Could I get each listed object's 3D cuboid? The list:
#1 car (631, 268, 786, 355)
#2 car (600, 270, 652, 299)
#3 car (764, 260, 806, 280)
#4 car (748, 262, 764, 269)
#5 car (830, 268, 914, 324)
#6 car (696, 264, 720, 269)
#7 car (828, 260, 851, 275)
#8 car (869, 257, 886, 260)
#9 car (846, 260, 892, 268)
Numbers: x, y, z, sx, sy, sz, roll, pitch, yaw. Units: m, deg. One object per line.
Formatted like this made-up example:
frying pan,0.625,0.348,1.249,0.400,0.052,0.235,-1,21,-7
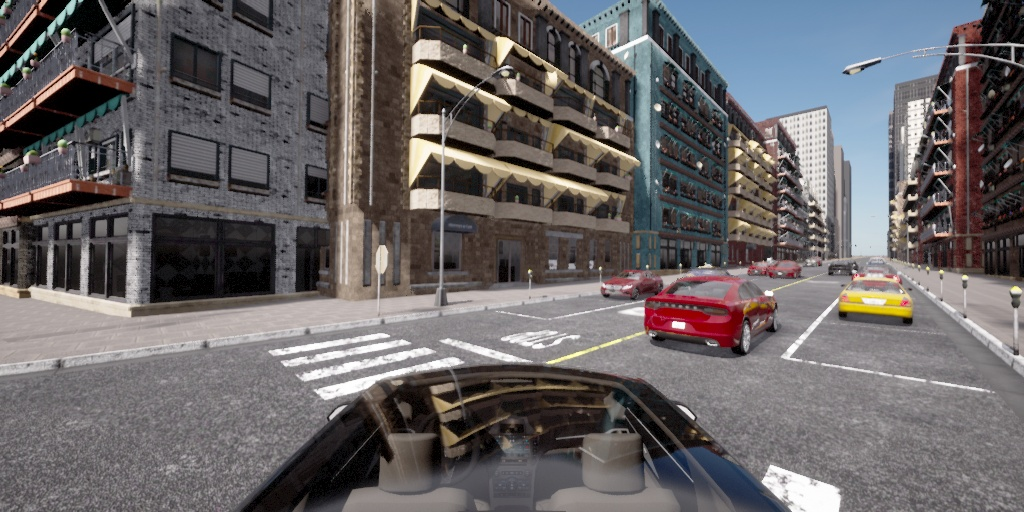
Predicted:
car,5.094,1.232,8.890,5.008,1.535,1.882,0,0,-44
car,6.051,1.351,17.788,4.207,1.307,1.802,0,0,-44
car,24.690,1.246,32.339,5.008,1.535,1.882,0,0,-44
car,25.846,1.318,37.171,4.507,1.381,1.888,0,0,-44
car,12.074,1.278,11.957,4.829,1.417,1.751,0,0,-44
car,9.491,1.312,17.537,5.357,1.411,2.033,0,0,-44
car,34.240,1.266,37.299,4.892,1.490,1.837,0,0,-45
car,43.624,1.193,42.848,4.097,1.591,1.967,0,0,-44
car,19.870,1.196,19.590,4.097,1.591,1.967,0,0,-44
